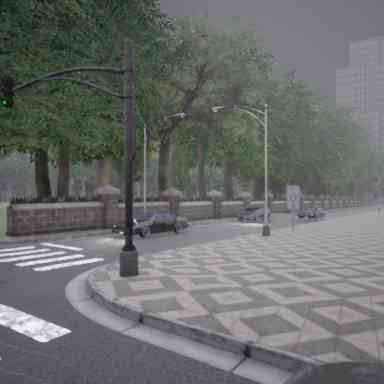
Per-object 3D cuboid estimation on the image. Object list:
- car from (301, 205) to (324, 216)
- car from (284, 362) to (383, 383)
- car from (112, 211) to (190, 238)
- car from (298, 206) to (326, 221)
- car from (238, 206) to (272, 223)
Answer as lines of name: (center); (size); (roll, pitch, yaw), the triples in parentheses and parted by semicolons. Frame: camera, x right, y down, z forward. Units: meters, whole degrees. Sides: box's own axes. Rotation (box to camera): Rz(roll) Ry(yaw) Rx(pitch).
car: (17.341, 2.636, 47.741); (1.994, 1.385, 4.181); (0, -1, 35)
car: (2.349, 1.551, 1.283); (4.403, 1.369, 2.008); (0, 0, 36)
car: (-2.293, 1.882, 20.218); (2.033, 1.411, 5.357); (0, -1, 35)
car: (13.265, 2.399, 36.644); (1.895, 1.301, 4.718); (0, -1, 35)
car: (6.139, 2.139, 32.106); (1.837, 1.490, 4.892); (0, -1, 35)
